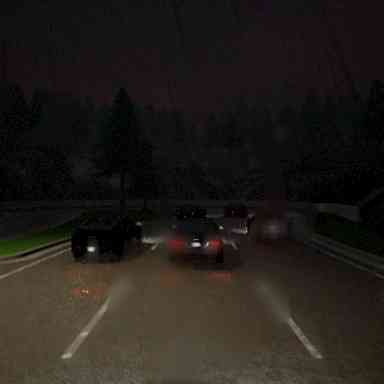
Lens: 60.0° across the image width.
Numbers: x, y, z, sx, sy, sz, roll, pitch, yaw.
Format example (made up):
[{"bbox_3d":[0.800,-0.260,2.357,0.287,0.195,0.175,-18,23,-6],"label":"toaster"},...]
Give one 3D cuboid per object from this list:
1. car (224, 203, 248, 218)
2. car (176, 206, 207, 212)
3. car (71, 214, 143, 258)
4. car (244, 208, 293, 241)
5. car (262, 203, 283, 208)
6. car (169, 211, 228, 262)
[{"bbox_3d":[4.591,1.836,34.141,1.882,1.535,5.008,0,-1,16],"label":"car"},{"bbox_3d":[0.071,1.928,31.142,1.895,1.301,4.718,0,-1,16],"label":"car"},{"bbox_3d":[-3.230,1.647,13.409,1.837,1.490,4.892,0,0,2],"label":"car"},{"bbox_3d":[4.070,1.751,17.783,1.994,1.385,4.181,0,-1,5],"label":"car"},{"bbox_3d":[8.216,1.835,34.124,1.882,1.535,5.008,0,-1,16],"label":"car"},{"bbox_3d":[0.218,1.681,12.651,2.033,1.411,5.357,0,-1,2],"label":"car"}]
